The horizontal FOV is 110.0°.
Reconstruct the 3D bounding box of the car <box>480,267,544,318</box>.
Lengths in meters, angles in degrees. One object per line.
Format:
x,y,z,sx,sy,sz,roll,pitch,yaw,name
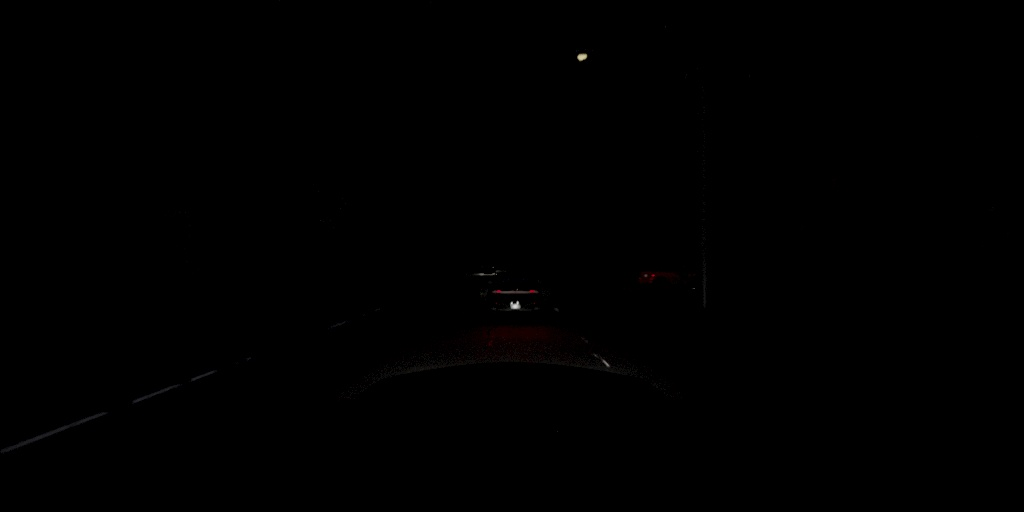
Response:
0.106,1.342,13.410,2.128,1.511,4.902,0,0,0,car

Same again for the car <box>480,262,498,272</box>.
-3.545,1.659,52.799,2.097,1.767,4.553,0,-1,0,car

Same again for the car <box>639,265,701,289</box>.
11.585,1.454,25.746,4.553,1.767,2.097,1,-3,-10,car
